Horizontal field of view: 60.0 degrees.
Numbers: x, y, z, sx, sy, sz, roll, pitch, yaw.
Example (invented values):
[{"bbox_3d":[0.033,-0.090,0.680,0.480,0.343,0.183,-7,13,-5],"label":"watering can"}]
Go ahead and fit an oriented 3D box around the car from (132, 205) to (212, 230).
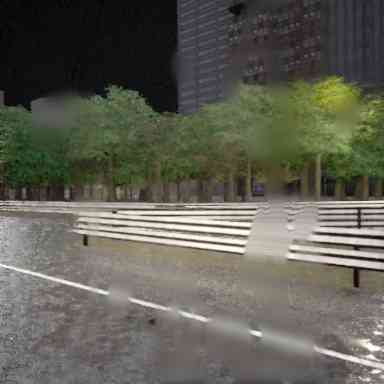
[{"bbox_3d":[-1.543,1.496,19.729,5.357,1.411,2.033,-1,0,16],"label":"car"}]
